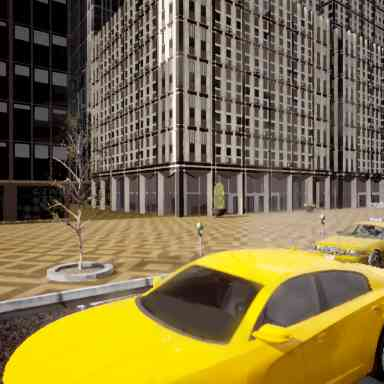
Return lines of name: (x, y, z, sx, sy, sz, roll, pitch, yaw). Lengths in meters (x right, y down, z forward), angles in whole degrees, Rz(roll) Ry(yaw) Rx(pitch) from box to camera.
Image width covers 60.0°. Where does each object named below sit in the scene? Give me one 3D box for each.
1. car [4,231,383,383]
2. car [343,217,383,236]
car: (0.663, 1.477, 3.849, 5.008, 1.535, 1.882, 0, 0, -35)
car: (5.799, 1.526, 10.687, 4.829, 1.417, 1.752, 0, 0, -35)
